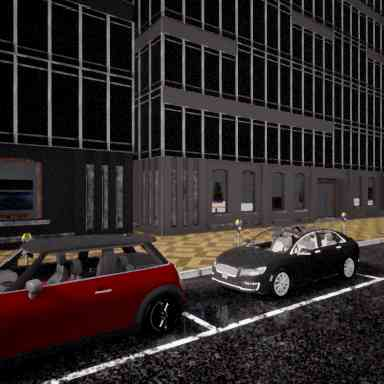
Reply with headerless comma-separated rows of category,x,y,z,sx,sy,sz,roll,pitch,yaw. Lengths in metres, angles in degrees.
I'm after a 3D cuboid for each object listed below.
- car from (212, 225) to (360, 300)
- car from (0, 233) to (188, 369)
car,2.477,1.549,8.324,4.403,1.369,2.008,0,0,-35
car,-2.158,1.440,5.021,4.097,1.590,1.967,0,0,-35
